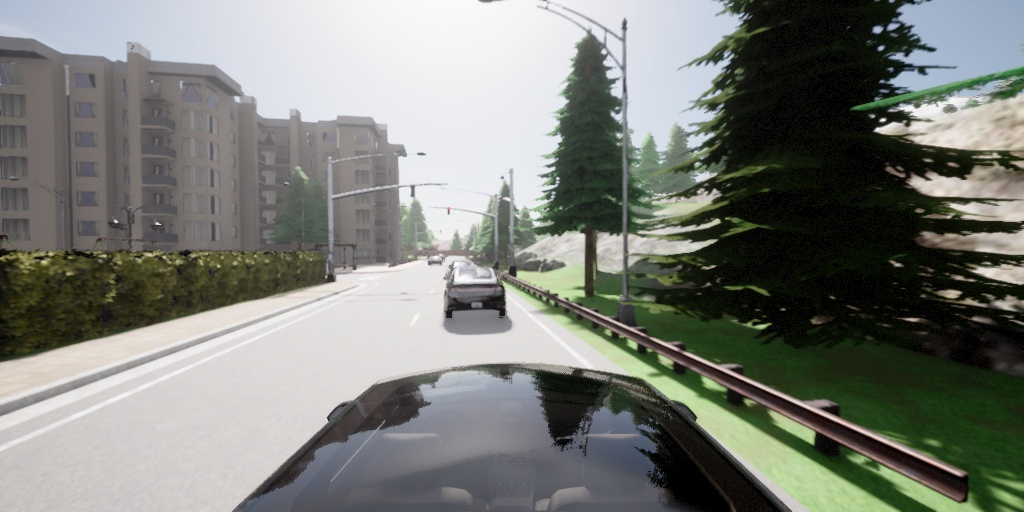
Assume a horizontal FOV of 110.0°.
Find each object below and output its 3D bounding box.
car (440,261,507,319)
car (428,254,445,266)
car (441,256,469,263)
[{"bbox_3d":[-1.301,1.106,12.204,2.128,1.511,4.902,-1,1,-8],"label":"car"},{"bbox_3d":[-11.123,0.705,52.149,1.994,1.385,4.181,-1,1,-8],"label":"car"},{"bbox_3d":[-3.737,0.985,26.178,2.033,1.411,5.357,-1,1,-15],"label":"car"}]
